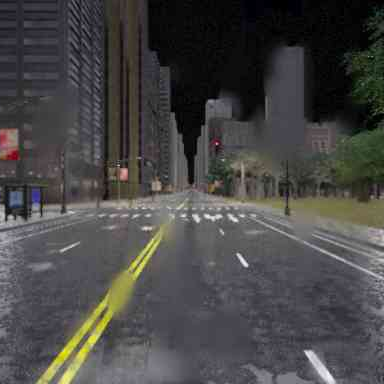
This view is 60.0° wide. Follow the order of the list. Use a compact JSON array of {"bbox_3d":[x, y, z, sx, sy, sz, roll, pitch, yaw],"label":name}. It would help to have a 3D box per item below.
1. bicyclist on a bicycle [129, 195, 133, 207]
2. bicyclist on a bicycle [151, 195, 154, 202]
[{"bbox_3d":[-8.744,1.316,47.437,0.582,1.620,1.656,0,0,0],"label":"bicyclist on a bicycle"},{"bbox_3d":[-8.741,1.481,73.327,0.582,1.620,1.656,0,0,0],"label":"bicyclist on a bicycle"}]
